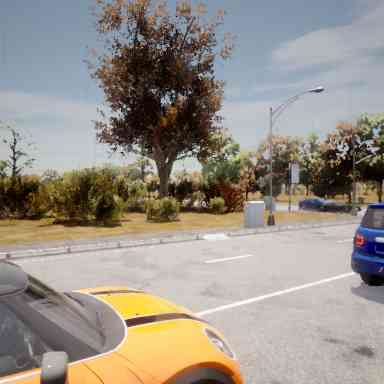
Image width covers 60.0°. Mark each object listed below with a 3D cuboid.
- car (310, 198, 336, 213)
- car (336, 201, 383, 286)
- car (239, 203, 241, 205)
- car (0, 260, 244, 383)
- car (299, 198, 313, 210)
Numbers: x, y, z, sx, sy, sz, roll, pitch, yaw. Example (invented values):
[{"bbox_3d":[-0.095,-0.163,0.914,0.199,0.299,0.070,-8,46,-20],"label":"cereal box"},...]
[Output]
[{"bbox_3d":[15.230,1.601,34.848,1.895,1.301,4.718,0,0,-30],"label":"car"},{"bbox_3d":[6.170,1.221,8.152,5.566,2.045,2.150,0,0,-35],"label":"car"},{"bbox_3d":[6.268,1.462,49.271,1.882,1.535,5.008,0,0,-33],"label":"car"},{"bbox_3d":[-1.735,1.352,2.508,4.553,1.767,2.097,0,0,-35],"label":"car"},{"bbox_3d":[15.591,1.478,41.128,1.882,1.535,5.008,0,1,-32],"label":"car"}]
